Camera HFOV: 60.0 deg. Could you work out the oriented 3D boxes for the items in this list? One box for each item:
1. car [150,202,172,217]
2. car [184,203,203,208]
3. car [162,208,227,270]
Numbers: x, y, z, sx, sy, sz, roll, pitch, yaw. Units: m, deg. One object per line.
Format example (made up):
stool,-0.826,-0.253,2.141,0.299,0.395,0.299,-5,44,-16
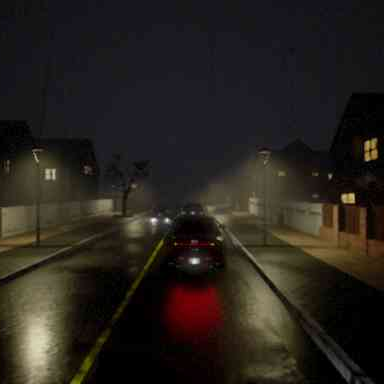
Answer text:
car,-2.839,1.624,31.996,2.033,1.411,5.357,0,0,0
car,0.089,1.608,26.804,2.033,1.411,5.357,0,0,0
car,0.082,1.527,11.076,1.837,1.490,4.892,0,0,0
